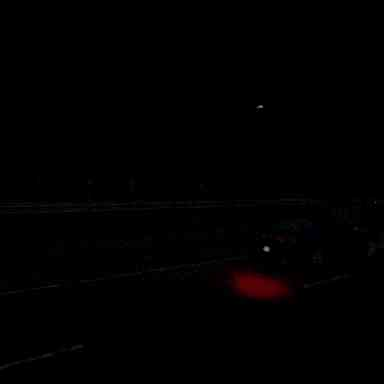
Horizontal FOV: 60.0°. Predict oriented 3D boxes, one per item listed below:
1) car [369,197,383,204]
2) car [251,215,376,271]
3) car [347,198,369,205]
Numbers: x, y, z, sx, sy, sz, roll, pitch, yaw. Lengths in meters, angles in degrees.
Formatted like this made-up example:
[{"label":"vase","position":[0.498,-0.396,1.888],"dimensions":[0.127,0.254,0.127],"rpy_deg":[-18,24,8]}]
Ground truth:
[{"label":"car","position":[25.906,1.465,43.918],"dimensions":[4.553,1.767,2.097],"rpy_deg":[0,0,-35]},{"label":"car","position":[4.190,1.495,11.075],"dimensions":[5.008,1.535,1.882],"rpy_deg":[0,0,-35]},{"label":"car","position":[23.646,1.589,46.602],"dimensions":[5.008,1.535,1.882],"rpy_deg":[1,0,-35]}]
